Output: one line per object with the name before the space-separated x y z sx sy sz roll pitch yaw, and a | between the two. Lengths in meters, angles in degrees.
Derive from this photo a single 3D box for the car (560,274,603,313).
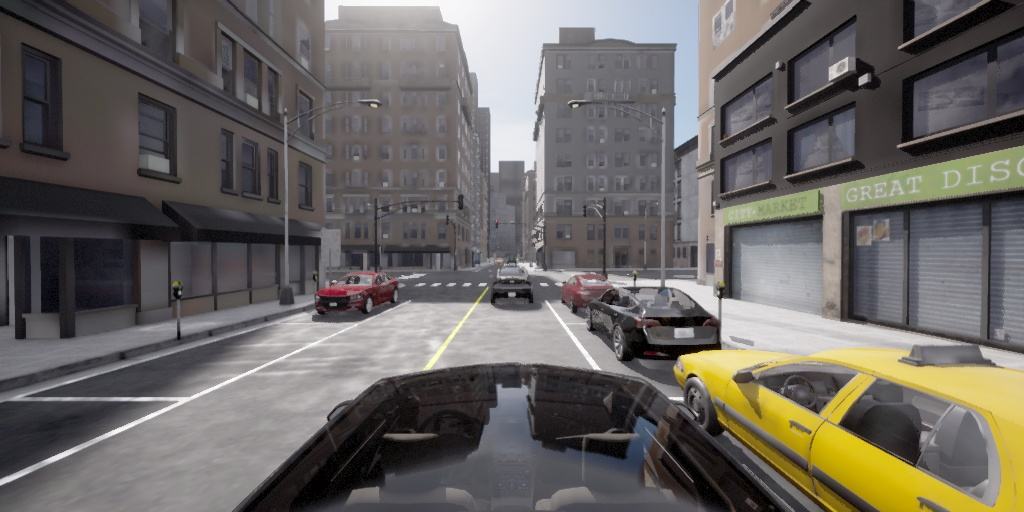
car | 2.877 1.328 13.631 1.802 1.307 4.207 0 0 0

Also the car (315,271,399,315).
car | -5.669 1.291 13.630 1.888 1.381 4.507 0 0 0

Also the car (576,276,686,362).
car | 2.876 1.313 8.046 1.948 1.339 4.313 0 0 0

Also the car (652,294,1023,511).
car | 2.874 1.274 2.629 1.751 1.417 4.829 0 0 0

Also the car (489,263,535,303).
car | 0.000 1.262 16.502 1.837 1.490 4.892 0 0 0
